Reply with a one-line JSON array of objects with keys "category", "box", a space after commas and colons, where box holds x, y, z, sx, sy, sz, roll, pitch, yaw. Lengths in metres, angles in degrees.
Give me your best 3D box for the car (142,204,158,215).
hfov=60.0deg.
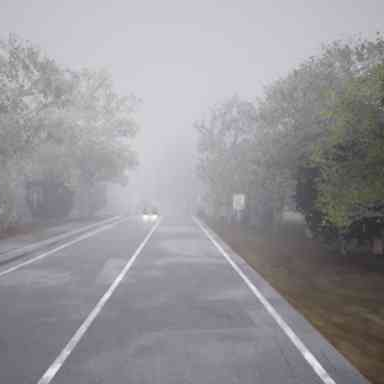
[{"category": "car", "box": [-5.487, 2.306, 44.231, 2.128, 1.511, 4.902, 0, -3, -2]}]
